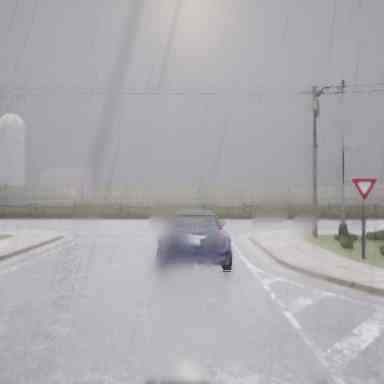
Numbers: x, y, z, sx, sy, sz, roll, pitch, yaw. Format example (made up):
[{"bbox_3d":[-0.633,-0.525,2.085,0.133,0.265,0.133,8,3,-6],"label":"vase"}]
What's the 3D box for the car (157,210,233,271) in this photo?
[{"bbox_3d":[0.090,1.358,11.032,2.097,1.767,4.553,0,0,0],"label":"car"}]
